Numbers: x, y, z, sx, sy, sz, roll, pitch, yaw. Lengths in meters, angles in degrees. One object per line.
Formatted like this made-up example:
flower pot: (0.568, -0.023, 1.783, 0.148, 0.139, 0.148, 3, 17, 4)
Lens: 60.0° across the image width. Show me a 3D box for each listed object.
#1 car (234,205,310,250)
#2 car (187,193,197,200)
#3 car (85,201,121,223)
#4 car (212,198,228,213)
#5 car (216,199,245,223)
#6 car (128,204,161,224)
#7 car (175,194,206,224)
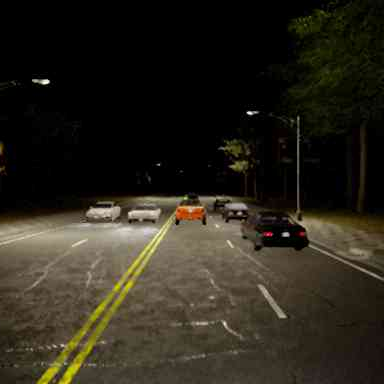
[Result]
car: (3.248, 1.513, 14.014, 2.033, 1.411, 5.357, 0, 0, 0)
car: (-0.004, 0.904, 75.661, 2.033, 1.411, 5.357, 0, 1, 0)
car: (-6.602, 1.458, 25.264, 1.812, 1.442, 4.674, 0, 0, 0)
car: (3.248, 1.392, 36.014, 2.128, 1.511, 4.902, 0, 0, 0)
car: (3.248, 1.480, 25.014, 2.033, 1.411, 5.357, 0, 0, 0)
car: (-3.352, 1.537, 24.074, 1.895, 1.301, 4.718, 0, 0, 0)
car: (-0.071, 1.286, 24.358, 2.097, 1.767, 4.553, 0, 0, 0)
